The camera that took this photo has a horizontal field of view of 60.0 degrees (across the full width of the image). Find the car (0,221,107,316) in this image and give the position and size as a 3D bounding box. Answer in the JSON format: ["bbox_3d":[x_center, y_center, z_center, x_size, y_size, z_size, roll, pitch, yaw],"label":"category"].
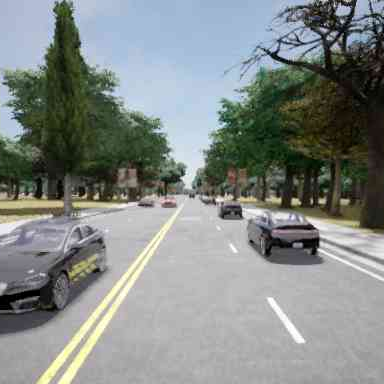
[{"bbox_3d":[-3.350,1.476,7.738,2.128,1.511,4.902,0,0,0],"label":"car"}]

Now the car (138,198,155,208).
[{"bbox_3d":[-6.575,1.543,48.432,2.033,1.411,5.357,0,0,0],"label":"car"}]

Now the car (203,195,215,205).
[{"bbox_3d":[3.253,1.536,57.284,1.812,1.442,4.674,0,0,0],"label":"car"}]

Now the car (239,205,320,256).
[{"bbox_3d":[3.350,1.469,12.941,2.128,1.511,4.902,0,0,0],"label":"car"}]

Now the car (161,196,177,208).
[{"bbox_3d":[-3.321,1.349,48.929,2.097,1.767,4.553,0,0,0],"label":"car"}]

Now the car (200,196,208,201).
[{"bbox_3d":[3.256,1.714,90.285,2.033,1.411,5.357,0,0,0],"label":"car"}]

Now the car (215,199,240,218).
[{"bbox_3d":[3.352,1.481,29.778,1.837,1.490,4.892,0,0,0],"label":"car"}]

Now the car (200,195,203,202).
[{"bbox_3d":[3.254,1.653,68.315,1.895,1.301,4.718,0,0,0],"label":"car"}]

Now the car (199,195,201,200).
[{"bbox_3d":[3.254,1.710,79.315,1.895,1.301,4.718,0,0,0],"label":"car"}]
